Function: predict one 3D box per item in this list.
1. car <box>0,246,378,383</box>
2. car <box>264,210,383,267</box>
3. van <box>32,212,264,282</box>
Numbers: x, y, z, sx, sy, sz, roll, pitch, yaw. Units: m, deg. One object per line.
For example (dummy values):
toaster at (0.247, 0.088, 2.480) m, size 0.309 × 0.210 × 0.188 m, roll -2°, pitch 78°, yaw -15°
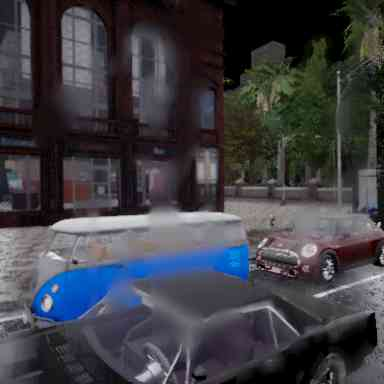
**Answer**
car at (-0.287, 1.584, 3.173) m, size 4.718 × 1.301 × 1.895 m, roll -1°, pitch 0°, yaw -35°
car at (3.663, 1.347, 9.267) m, size 4.097 × 1.590 × 1.967 m, roll -1°, pitch 0°, yaw -36°
van at (-0.755, 1.309, 6.115) m, size 3.998 × 1.788 × 1.690 m, roll -1°, pitch 0°, yaw -36°
